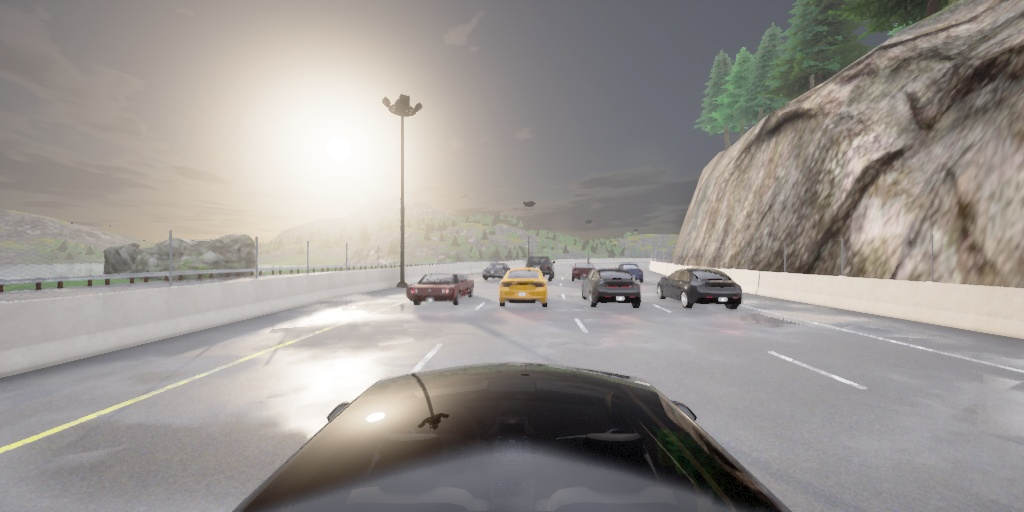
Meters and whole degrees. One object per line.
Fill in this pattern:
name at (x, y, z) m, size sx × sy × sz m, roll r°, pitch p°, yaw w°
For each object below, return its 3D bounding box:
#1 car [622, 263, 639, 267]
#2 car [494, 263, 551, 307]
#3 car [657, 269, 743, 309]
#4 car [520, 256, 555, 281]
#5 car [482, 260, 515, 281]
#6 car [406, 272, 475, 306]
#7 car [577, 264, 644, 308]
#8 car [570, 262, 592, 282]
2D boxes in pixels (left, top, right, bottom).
car at (9.235, 1.283, 28.482) m, size 1.812 × 1.442 × 4.674 m, roll 0°, pitch 0°, yaw 9°
car at (0.572, 1.235, 15.476) m, size 1.882 × 1.535 × 5.008 m, roll 0°, pitch 0°, yaw 5°
car at (7.549, 1.266, 14.904) m, size 1.837 × 1.490 × 4.892 m, roll 0°, pitch 0°, yaw 5°
car at (2.335, 1.008, 29.663) m, size 2.150 × 2.045 × 5.566 m, roll 0°, pitch 0°, yaw 9°
car at (-1.122, 1.313, 30.209) m, size 2.033 × 1.411 × 5.357 m, roll 0°, pitch 0°, yaw 9°
car at (-2.914, 1.366, 15.792) m, size 1.895 × 1.301 × 4.718 m, roll 0°, pitch 0°, yaw 5°
car at (4.060, 1.266, 15.190) m, size 1.837 × 1.490 × 4.892 m, roll 0°, pitch 0°, yaw 5°
car at (5.782, 1.235, 29.057) m, size 1.882 × 1.535 × 5.008 m, roll 0°, pitch 0°, yaw 9°
